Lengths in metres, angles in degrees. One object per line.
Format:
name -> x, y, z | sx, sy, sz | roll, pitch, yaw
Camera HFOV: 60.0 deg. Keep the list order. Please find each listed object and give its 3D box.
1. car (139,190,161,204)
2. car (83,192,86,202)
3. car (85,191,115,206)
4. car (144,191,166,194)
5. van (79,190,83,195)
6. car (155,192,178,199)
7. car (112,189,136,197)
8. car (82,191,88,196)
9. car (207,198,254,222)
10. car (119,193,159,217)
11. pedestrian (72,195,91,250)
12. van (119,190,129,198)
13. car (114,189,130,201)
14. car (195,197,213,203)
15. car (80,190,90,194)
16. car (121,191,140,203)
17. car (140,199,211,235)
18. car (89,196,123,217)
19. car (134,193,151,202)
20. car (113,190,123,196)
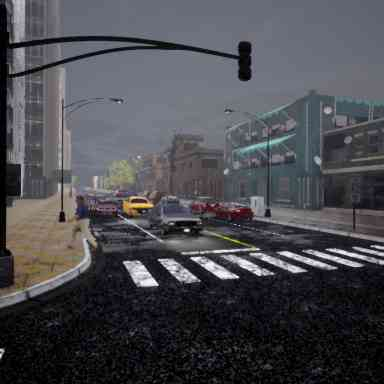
car -> -6.370, 0.717, 49.879 | 2.192, 1.841, 5.009 | 1, 0, -20
car -> -12.420, 1.015, 41.849 | 1.802, 1.307, 4.206 | 1, 0, -20
car -> -8.710, 1.016, 31.395 | 1.967, 1.590, 4.097 | 1, 0, -20
car -> -4.516, 0.790, 44.650 | 2.192, 1.841, 5.009 | 1, 0, -20
van -> -21.683, 0.397, 67.985 | 1.690, 1.788, 3.998 | 1, 0, -20
car -> -2.668, 1.098, 39.425 | 2.008, 1.369, 4.403 | 1, 0, -20
car -> -7.666, 0.888, 36.207 | 2.097, 1.767, 4.553 | 0, 1, -19
car -> -14.274, 0.942, 47.079 | 1.802, 1.307, 4.206 | 1, 0, -20
car -> 2.893, 1.338, 23.742 | 1.802, 1.307, 4.206 | 1, 0, -20
car -> -4.378, 1.138, 26.923 | 1.882, 1.535, 5.008 | 0, 1, -20
pedestrian -> -3.571, 0.971, 10.715 | 0.375, 1.860, 0.375 | 1, 0, -20
van -> -15.639, 0.360, 76.014 | 1.690, 1.788, 3.998 | 1, 0, -20
car -> -12.746, 0.452, 60.066 | 2.150, 2.045, 5.566 | 0, 1, -20
car -> 1.041, 1.128, 28.971 | 1.967, 1.590, 4.097 | 1, 0, -20
car -> -16.127, 0.831, 52.305 | 1.887, 1.381, 4.507 | 1, 0, -20
car -> -9.361, 0.721, 50.518 | 2.097, 1.767, 4.553 | 0, 1, -20
car -> -1.115, 1.329, 17.694 | 2.033, 1.411, 5.357 | 0, 1, -20
car -> -6.860, 1.228, 26.170 | 1.802, 1.307, 4.206 | 1, 0, -20
car -> -8.285, 0.850, 55.268 | 1.752, 1.417, 4.829 | 1, 0, -20
car -> -19.348, 0.301, 86.468 | 1.967, 1.590, 4.097 | 1, 0, -20
